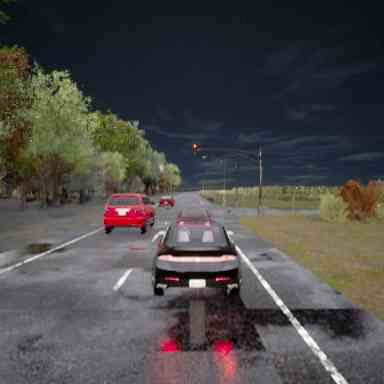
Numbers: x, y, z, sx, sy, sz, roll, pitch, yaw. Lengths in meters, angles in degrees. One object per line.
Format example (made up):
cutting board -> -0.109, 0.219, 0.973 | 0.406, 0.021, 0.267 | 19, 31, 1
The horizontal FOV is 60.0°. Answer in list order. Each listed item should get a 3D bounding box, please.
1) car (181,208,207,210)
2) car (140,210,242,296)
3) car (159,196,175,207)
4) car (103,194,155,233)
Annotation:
car -> 0.104, 1.511, 17.733 | 1.895, 1.301, 4.718 | 0, 0, 0
car -> 0.102, 1.448, 8.517 | 2.128, 1.511, 4.902 | 0, 0, 0
car -> -3.391, 1.245, 45.531 | 1.882, 1.535, 5.008 | 0, 0, 0
car -> -3.395, 1.126, 18.884 | 2.150, 2.045, 5.566 | 0, 0, 0
